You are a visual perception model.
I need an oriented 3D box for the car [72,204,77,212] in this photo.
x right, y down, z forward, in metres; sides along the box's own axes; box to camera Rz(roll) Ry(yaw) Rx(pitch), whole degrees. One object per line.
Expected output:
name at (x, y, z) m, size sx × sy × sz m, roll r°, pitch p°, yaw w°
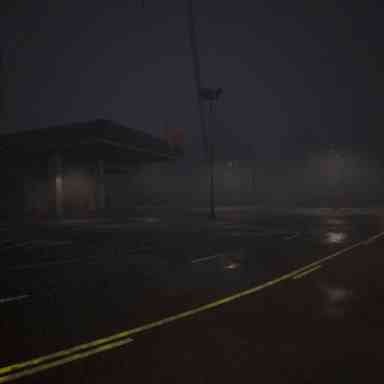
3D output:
car at (-19.116, 2.253, 50.347) m, size 3.806 × 1.475 × 1.970 m, roll -1°, pitch -1°, yaw 40°

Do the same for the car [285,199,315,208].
car at (18.863, 1.918, 58.280) m, size 5.008 × 1.535 × 1.882 m, roll -1°, pitch -1°, yaw 40°

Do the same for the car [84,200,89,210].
car at (-15.998, 2.111, 55.234) m, size 4.611 × 1.667 × 2.242 m, roll -1°, pitch -1°, yaw 40°
